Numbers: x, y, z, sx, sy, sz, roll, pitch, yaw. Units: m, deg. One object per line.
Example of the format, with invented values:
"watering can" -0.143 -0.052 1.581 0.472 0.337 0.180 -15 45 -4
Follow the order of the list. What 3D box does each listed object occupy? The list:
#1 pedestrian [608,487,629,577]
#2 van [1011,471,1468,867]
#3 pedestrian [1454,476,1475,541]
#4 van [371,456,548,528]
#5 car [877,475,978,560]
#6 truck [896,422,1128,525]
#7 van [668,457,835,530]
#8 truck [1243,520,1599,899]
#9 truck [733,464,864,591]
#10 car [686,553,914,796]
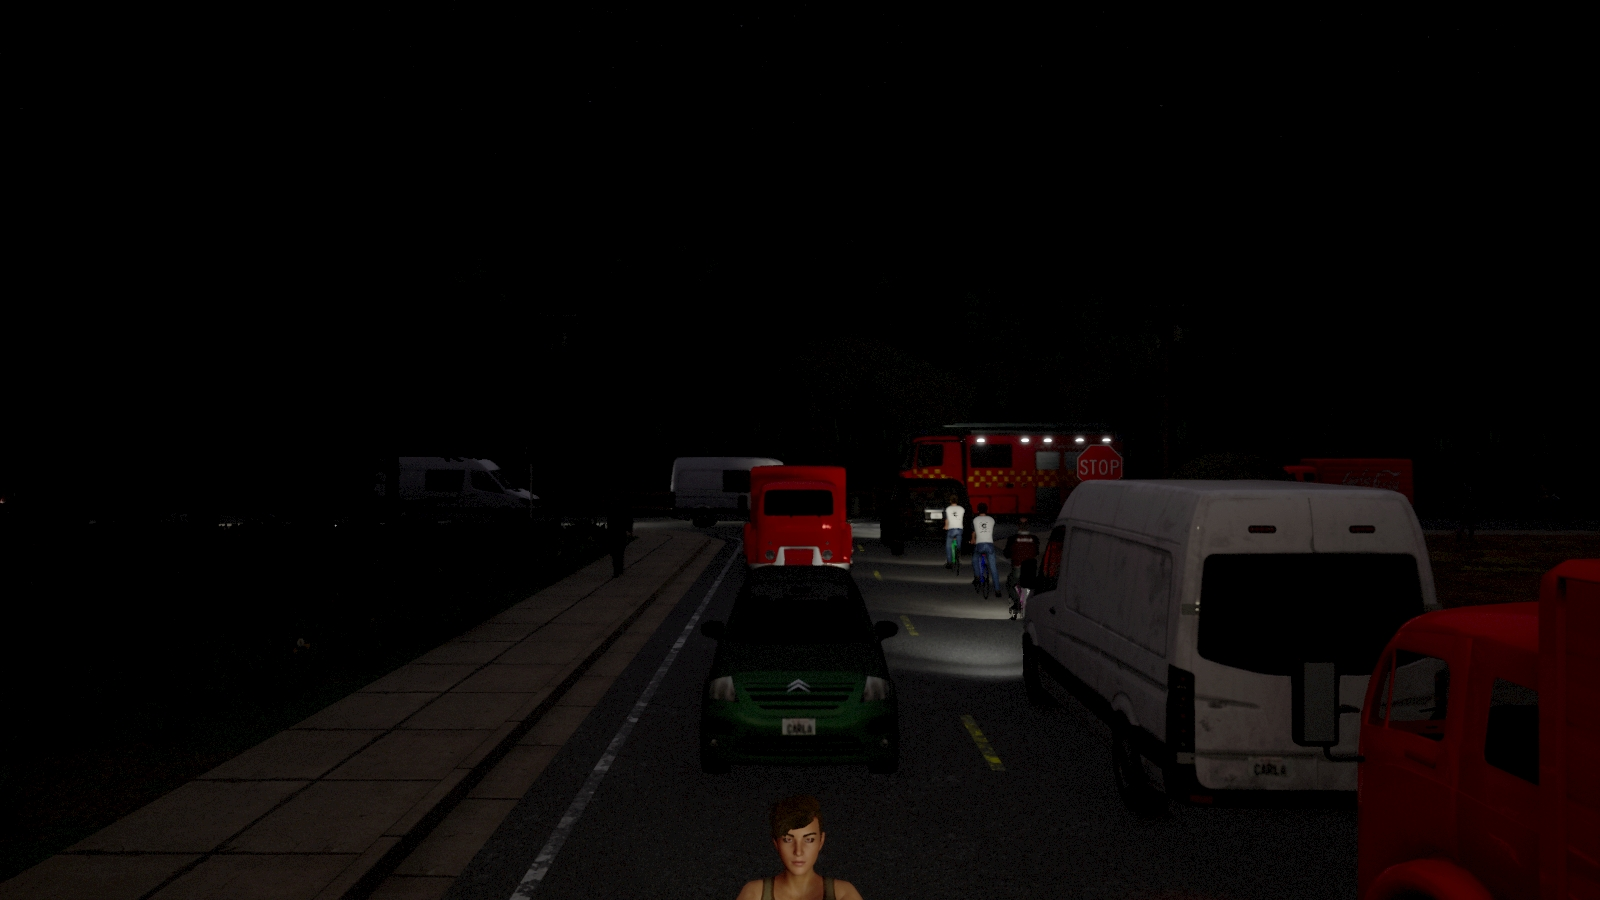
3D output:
"pedestrian" -3.815 1.709 23.993 0.375 1.860 0.375 0 0 0
"van" 3.521 1.542 10.702 1.988 2.561 5.915 0 0 0
"pedestrian" 19.185 1.691 32.990 0.375 1.860 0.375 0 0 -23
"van" -12.457 1.526 42.072 5.915 2.561 1.988 0 0 3
"car" 3.475 1.799 32.193 2.150 2.045 5.566 0 0 -1
"truck" 8.092 0.883 44.372 8.468 3.827 2.891 0 0 -1
"van" -1.699 1.537 41.560 5.915 2.561 1.988 0 0 3
"truck" 3.503 1.569 3.029 2.627 2.467 5.204 0 0 0
"truck" -0.051 1.582 25.546 2.627 2.467 5.204 0 0 -1
"car" -0.002 2.007 11.280 1.851 1.617 3.988 0 0 0
